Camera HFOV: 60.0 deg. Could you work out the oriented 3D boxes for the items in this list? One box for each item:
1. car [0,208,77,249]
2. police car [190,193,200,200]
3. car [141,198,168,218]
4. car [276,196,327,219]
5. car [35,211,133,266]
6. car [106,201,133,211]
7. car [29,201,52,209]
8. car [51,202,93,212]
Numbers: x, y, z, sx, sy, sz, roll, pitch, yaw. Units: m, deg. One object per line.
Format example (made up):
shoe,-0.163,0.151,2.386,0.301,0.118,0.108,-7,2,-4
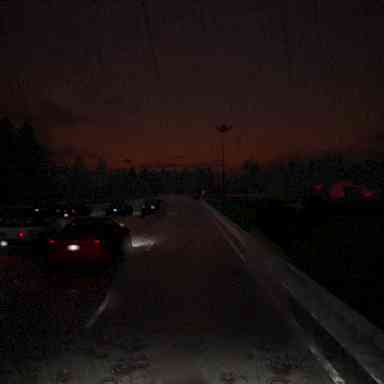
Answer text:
car,-6.902,1.609,14.485,1.895,1.301,4.718,0,0,0
police car,1.211,1.480,92.973,1.930,1.638,5.238,0,0,0
car,-3.405,1.370,30.994,2.097,1.767,4.553,0,0,0
car,8.918,1.230,27.069,3.866,1.878,1.905,0,0,0
car,-3.403,1.571,11.551,1.994,1.385,4.181,0,0,0
car,-6.905,1.582,31.913,1.994,1.385,4.181,0,0,0
car,-13.905,1.582,31.848,1.994,1.385,4.181,0,0,0
car,-10.405,1.618,29.696,1.895,1.301,4.718,0,0,0
